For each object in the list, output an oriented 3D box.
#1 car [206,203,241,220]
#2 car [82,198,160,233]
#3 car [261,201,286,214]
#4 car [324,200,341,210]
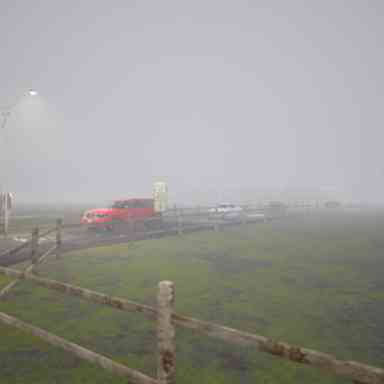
[{"bbox_3d":[3.164,1.847,32.406,1.812,1.442,4.674,0,-1,36],"label":"car"},{"bbox_3d":[-4.478,1.428,21.943,2.150,2.045,5.566,0,0,36],"label":"car"},{"bbox_3d":[10.423,1.928,42.313,2.128,1.511,4.902,0,-1,36],"label":"car"},{"bbox_3d":[23.391,2.117,55.141,1.837,1.490,4.892,0,-1,36],"label":"car"}]
